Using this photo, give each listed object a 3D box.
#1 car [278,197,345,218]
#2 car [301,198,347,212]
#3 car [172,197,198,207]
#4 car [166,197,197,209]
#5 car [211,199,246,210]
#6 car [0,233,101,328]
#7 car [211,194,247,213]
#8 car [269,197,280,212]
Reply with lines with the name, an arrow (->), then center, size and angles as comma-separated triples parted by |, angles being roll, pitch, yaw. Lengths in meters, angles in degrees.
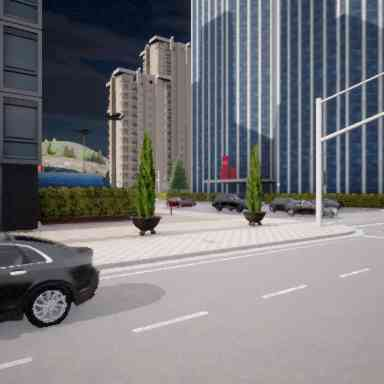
car -> 10.525, 1.491, 29.687 | 2.128, 1.511, 4.902 | 0, 0, -36
car -> 15.933, 1.491, 40.380 | 2.128, 1.511, 4.902 | 0, 0, -36
car -> -1.097, 1.563, 51.717 | 1.994, 1.385, 4.181 | 0, 0, -36
car -> -1.785, 1.478, 46.694 | 1.882, 1.535, 5.008 | 0, 0, -36
car -> 4.703, 1.601, 43.689 | 1.895, 1.301, 4.718 | 0, 0, -36
car -> -4.007, 1.505, 5.432 | 4.892, 1.490, 1.837 | 0, 0, -36
car -> 4.788, 1.221, 37.603 | 2.150, 2.045, 5.566 | 0, 0, -36
car -> 10.558, 1.352, 35.600 | 2.097, 1.767, 4.553 | 0, 0, -36
